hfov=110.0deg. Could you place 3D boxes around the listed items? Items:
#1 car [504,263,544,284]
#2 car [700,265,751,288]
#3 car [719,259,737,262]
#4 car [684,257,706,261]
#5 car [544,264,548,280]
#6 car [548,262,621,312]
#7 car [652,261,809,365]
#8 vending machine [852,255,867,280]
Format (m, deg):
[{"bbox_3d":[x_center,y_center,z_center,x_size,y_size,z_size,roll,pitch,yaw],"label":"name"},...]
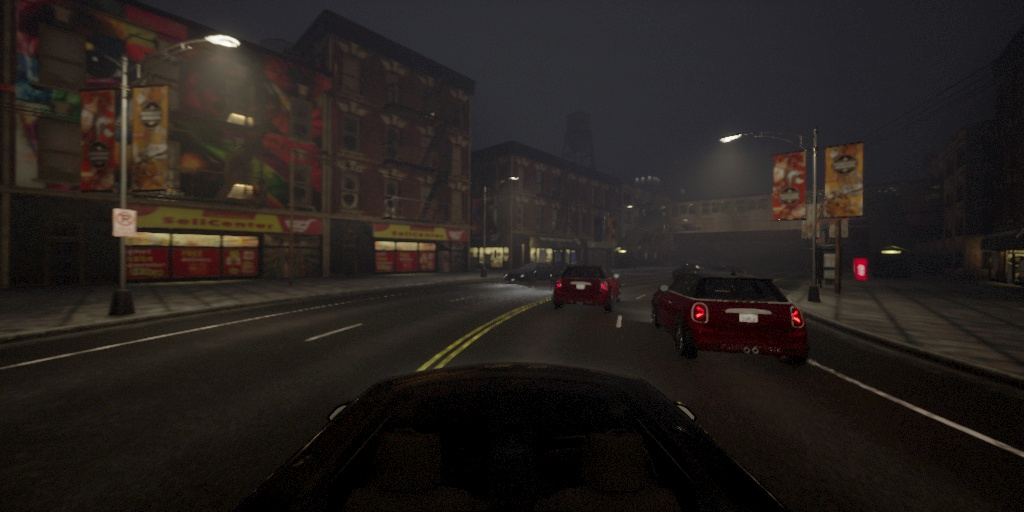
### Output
[{"bbox_3d":[1.671,1.232,26.190,2.033,1.411,5.357,1,0,37],"label":"car"},{"bbox_3d":[15.574,1.398,25.977,2.033,1.411,5.357,1,0,43],"label":"car"},{"bbox_3d":[31.615,1.494,53.645,2.033,1.411,5.357,1,0,44],"label":"car"},{"bbox_3d":[28.761,1.398,55.725,2.128,1.511,4.902,1,0,44],"label":"car"},{"bbox_3d":[4.349,1.326,23.916,1.895,1.301,4.718,1,0,38],"label":"car"},{"bbox_3d":[3.178,1.095,14.513,2.097,1.767,4.553,1,0,22],"label":"car"},{"bbox_3d":[4.717,1.134,8.515,2.097,1.767,4.553,1,0,13],"label":"car"},{"bbox_3d":[31.698,1.215,32.589,1.100,2.100,0.880,0,0,43],"label":"vending machine"}]
